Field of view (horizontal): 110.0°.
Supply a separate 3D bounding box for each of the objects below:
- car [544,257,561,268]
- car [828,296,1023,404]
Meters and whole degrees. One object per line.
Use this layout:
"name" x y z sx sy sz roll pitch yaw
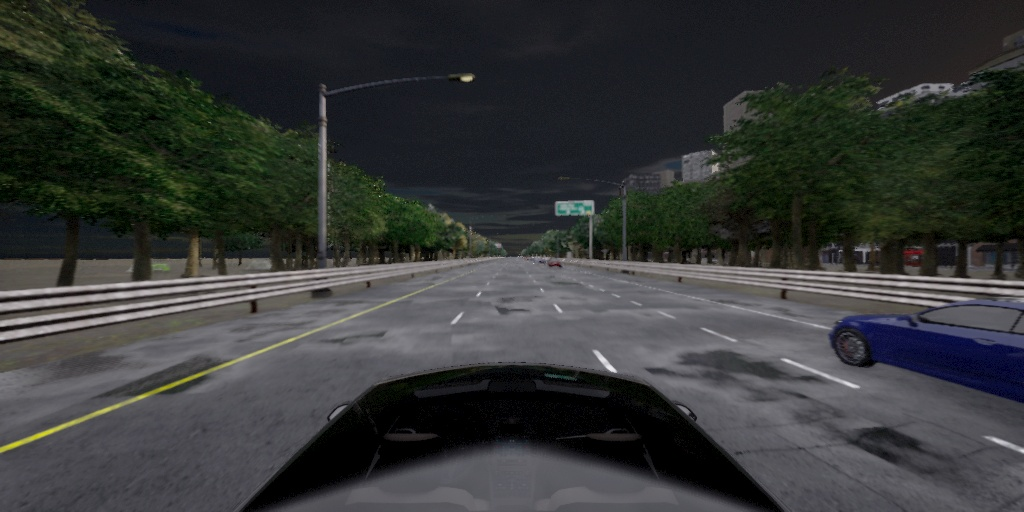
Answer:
"car" 7.172 1.083 61.900 2.097 1.767 4.553 0 0 0
"car" 6.998 1.280 4.923 1.812 1.442 4.674 0 0 0
